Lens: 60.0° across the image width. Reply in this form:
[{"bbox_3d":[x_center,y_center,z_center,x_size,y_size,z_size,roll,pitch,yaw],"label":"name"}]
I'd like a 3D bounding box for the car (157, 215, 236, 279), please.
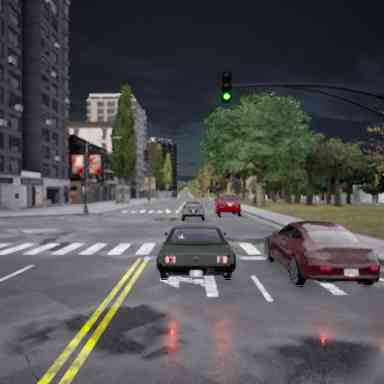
[{"bbox_3d":[0.102,1.603,9.969,1.895,1.301,4.718,0,0,0],"label":"car"}]

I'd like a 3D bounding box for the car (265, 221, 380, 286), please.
[{"bbox_3d":[3.353,1.528,9.295,1.812,1.442,4.674,0,0,0],"label":"car"}]

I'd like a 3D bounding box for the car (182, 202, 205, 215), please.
[{"bbox_3d":[0.107,1.553,28.318,2.033,1.411,5.357,0,0,0],"label":"car"}]

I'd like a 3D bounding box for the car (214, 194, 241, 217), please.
[{"bbox_3d":[3.356,1.229,31.898,2.150,2.045,5.566,0,0,0],"label":"car"}]
